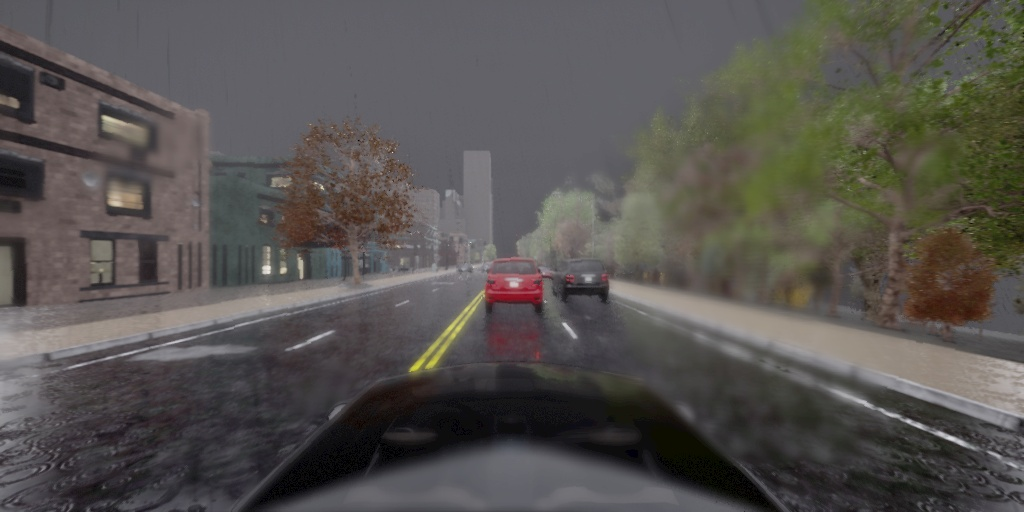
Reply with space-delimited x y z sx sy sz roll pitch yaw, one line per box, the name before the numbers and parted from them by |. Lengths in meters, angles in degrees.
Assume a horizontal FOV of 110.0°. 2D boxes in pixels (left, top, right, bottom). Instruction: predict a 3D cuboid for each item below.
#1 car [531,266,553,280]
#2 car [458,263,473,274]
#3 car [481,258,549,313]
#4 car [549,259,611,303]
car | 3.143 1.748 38.124 1.994 1.385 4.181 0 -1 -1
car | -7.014 1.869 54.345 2.128 1.511 4.902 0 -1 0
car | 0.105 1.129 15.103 2.150 2.045 5.566 0 -1 0
car | 3.355 1.170 18.232 2.150 2.045 5.566 0 -1 0
